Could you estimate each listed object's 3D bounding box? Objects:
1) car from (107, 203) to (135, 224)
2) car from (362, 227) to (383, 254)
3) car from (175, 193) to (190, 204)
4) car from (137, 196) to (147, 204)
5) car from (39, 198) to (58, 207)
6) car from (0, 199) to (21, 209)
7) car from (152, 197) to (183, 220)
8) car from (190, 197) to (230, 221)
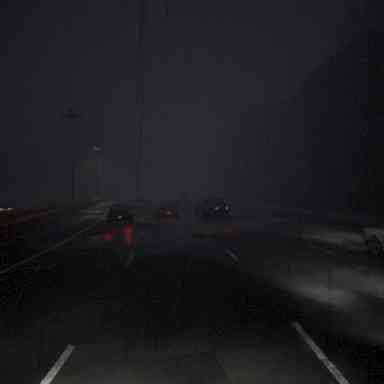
[{"bbox_3d":[-5.349,1.552,25.164,1.812,1.442,4.674,-1,0,-9],"label":"car"},{"bbox_3d":[7.233,1.476,9.955,1.895,1.301,4.718,-1,0,-4],"label":"car"},{"bbox_3d":[-1.642,1.126,59.206,2.150,2.045,5.566,-1,0,-11],"label":"car"},{"bbox_3d":[-9.747,1.502,64.698,2.128,1.511,4.902,-1,0,-11],"label":"car"},{"bbox_3d":[-20.913,1.697,48.530,2.128,1.511,4.902,-1,0,-11],"label":"car"},{"bbox_3d":[-28.970,1.860,53.146,2.033,1.411,5.357,-1,0,-11],"label":"car"},{"bbox_3d":[-2.244,1.454,27.945,1.882,1.535,5.008,0,0,-11],"label":"car"},{"bbox_3d":[1.481,1.276,26.813,2.097,1.767,4.553,-1,0,-10],"label":"car"}]
